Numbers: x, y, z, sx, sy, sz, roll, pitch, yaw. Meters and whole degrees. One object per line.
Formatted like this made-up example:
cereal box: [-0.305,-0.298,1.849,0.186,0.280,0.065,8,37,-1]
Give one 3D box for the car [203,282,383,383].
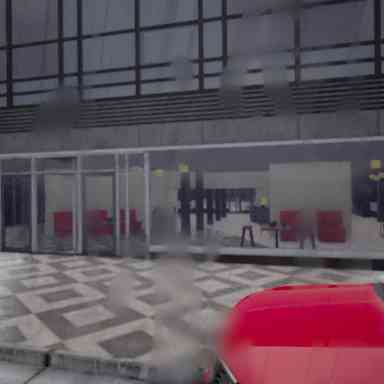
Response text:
car: [2.801,1.223,2.050,5.566,2.045,2.150,0,0,14]
